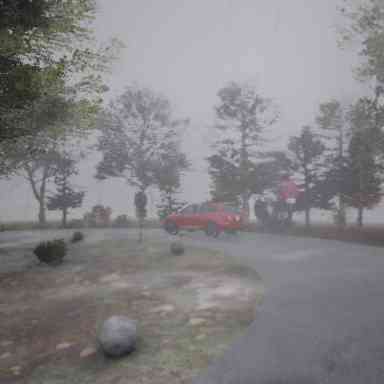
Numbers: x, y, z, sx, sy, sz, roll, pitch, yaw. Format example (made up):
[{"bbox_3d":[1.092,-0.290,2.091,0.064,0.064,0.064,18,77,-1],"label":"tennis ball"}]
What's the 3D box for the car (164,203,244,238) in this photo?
[{"bbox_3d":[0.664,1.737,21.275,5.566,2.045,2.150,-2,-3,41],"label":"car"}]
